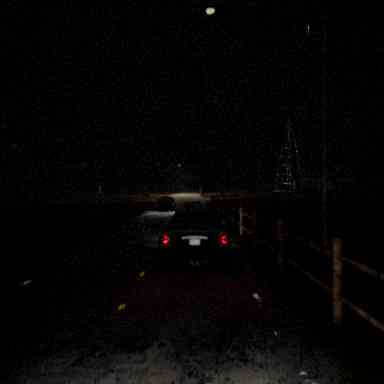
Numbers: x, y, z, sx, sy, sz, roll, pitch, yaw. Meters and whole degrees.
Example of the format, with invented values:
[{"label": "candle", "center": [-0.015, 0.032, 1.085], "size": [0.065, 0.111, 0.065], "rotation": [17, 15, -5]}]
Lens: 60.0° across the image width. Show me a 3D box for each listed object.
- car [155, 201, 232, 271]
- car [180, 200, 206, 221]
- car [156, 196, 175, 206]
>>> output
[{"label": "car", "center": [0.083, 1.355, 11.066], "size": [2.097, 1.767, 4.553], "rotation": [0, 0, 0]}, {"label": "car", "center": [0.087, 1.429, 26.891], "size": [1.994, 1.385, 4.181], "rotation": [0, 1, 0]}, {"label": "car", "center": [-2.841, 1.186, 36.225], "size": [1.882, 1.535, 5.008], "rotation": [0, 1, 0]}]
